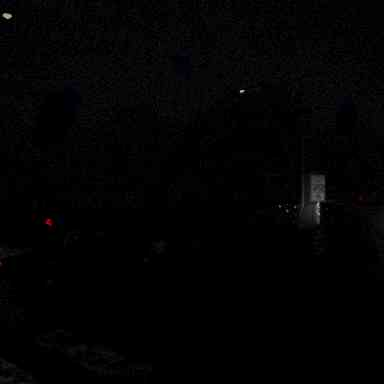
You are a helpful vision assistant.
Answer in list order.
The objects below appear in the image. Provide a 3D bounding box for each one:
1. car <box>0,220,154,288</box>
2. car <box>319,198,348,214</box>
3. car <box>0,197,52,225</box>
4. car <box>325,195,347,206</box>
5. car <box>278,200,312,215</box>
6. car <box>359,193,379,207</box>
[{"bbox_3d":[-3.240,1.554,9.294,1.895,1.301,4.718,0,1,36],"label":"car"},{"bbox_3d":[13.849,1.360,32.715,1.812,1.442,4.674,0,0,36],"label":"car"},{"bbox_3d":[-6.793,1.195,9.441,2.150,2.045,5.566,0,1,36],"label":"car"},{"bbox_3d":[19.879,1.125,45.808,1.994,1.385,4.181,0,0,36],"label":"car"},{"bbox_3d":[10.136,1.445,32.622,1.895,1.301,4.718,0,0,36],"label":"car"},{"bbox_3d":[26.873,1.119,50.553,2.150,2.045,5.566,0,-1,36],"label":"car"}]
